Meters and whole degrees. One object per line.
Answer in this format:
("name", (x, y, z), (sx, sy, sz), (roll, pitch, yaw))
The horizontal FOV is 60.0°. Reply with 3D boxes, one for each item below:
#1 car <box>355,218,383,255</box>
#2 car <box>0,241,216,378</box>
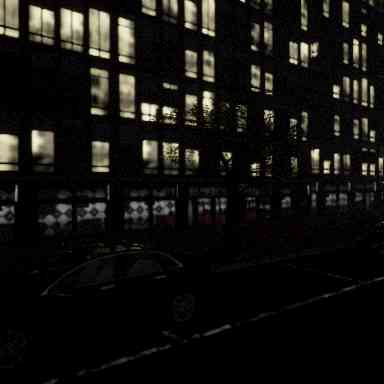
("car", (7.636, 1.524, 12.018), (4.403, 1.369, 2.008), (0, 0, -36))
("car", (-1.617, 1.547, 5.416), (4.403, 1.369, 2.008), (0, 0, -36))
